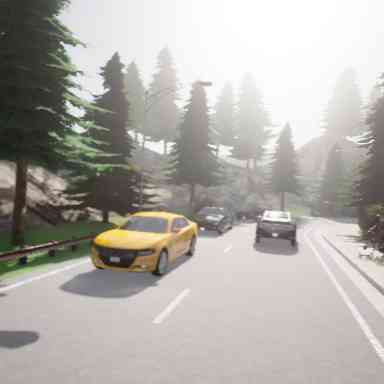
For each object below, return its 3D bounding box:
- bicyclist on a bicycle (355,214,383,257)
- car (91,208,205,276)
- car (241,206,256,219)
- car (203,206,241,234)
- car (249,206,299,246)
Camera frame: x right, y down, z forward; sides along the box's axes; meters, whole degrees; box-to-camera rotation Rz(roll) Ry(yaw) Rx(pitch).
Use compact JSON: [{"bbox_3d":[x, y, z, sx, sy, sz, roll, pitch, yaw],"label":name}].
[{"bbox_3d":[7.066,1.683,12.513,1.656,1.620,0.582,3,0,15],"label":"bicyclist on a bicycle"},{"bbox_3d":[-1.197,1.385,10.408,1.882,1.535,5.008,3,0,15],"label":"car"},{"bbox_3d":[5.614,1.864,29.156,1.895,1.301,4.718,3,0,36],"label":"car"},{"bbox_3d":[1.327,1.581,20.031,2.033,1.411,5.357,3,0,17],"label":"car"},{"bbox_3d":[4.357,1.707,17.010,2.128,1.511,4.902,3,0,16],"label":"car"}]
